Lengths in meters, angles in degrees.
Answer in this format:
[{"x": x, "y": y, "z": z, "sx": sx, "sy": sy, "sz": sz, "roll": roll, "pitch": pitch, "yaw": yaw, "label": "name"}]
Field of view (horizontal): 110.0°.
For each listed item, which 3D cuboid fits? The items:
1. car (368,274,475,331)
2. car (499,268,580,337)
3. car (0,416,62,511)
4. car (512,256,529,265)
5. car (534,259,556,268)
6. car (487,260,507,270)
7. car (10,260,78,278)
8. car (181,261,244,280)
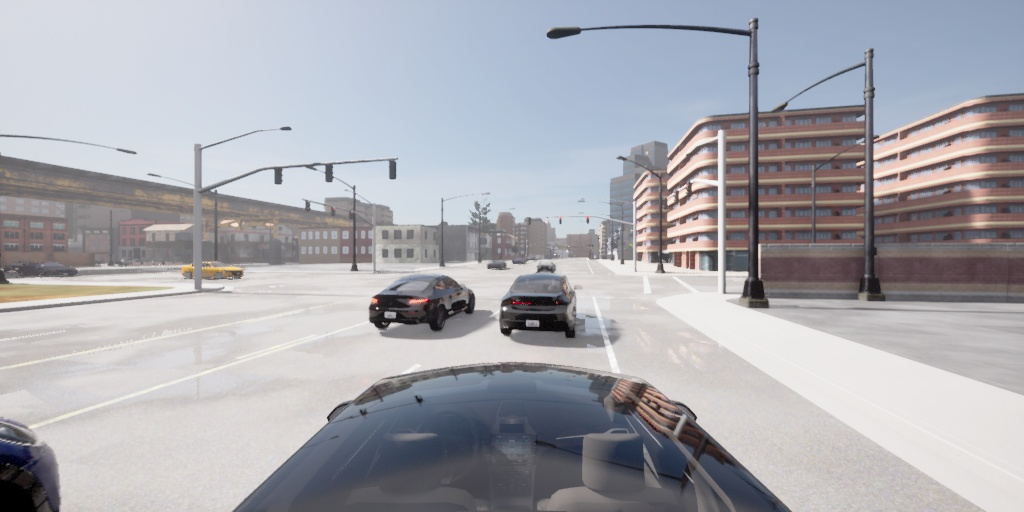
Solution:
[{"x": -2.531, "y": 1.272, "z": 10.977, "sx": 1.812, "sy": 1.442, "sz": 4.674, "roll": 0, "pitch": 0, "yaw": 11, "label": "car"}, {"x": 0.914, "y": 1.251, "z": 10.335, "sx": 1.837, "sy": 1.490, "sz": 4.892, "roll": 0, "pitch": 0, "yaw": 11, "label": "car"}, {"x": -4.062, "y": 1.104, "z": 0.406, "sx": 2.097, "sy": 1.767, "sz": 4.553, "roll": 0, "pitch": 0, "yaw": 3, "label": "car"}, {"x": 1.238, "y": 0.922, "z": 64.647, "sx": 1.895, "sy": 1.301, "sz": 4.718, "roll": 0, "pitch": 1, "yaw": 11, "label": "car"}, {"x": 4.053, "y": 1.260, "z": 41.561, "sx": 1.895, "sy": 1.301, "sz": 4.718, "roll": 0, "pitch": 1, "yaw": 11, "label": "car"}, {"x": -1.996, "y": 1.194, "z": 48.130, "sx": 1.895, "sy": 1.301, "sz": 4.718, "roll": 0, "pitch": 1, "yaw": 11, "label": "car"}, {"x": -44.224, "y": 1.283, "z": 34.108, "sx": 5.357, "sy": 1.411, "sz": 2.033, "roll": 0, "pitch": 0, "yaw": 14, "label": "car"}, {"x": -25.674, "y": 1.214, "z": 30.816, "sx": 5.008, "sy": 1.535, "sz": 1.882, "roll": 0, "pitch": 0, "yaw": 10, "label": "car"}]
